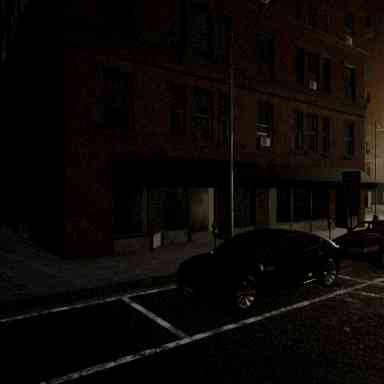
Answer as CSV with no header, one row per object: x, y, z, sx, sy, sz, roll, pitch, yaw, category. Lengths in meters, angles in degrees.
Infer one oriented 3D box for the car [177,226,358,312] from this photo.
1.701,1.565,7.730,4.313,1.339,1.947,0,0,-35,car

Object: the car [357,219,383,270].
6.188,1.581,10.912,4.206,1.307,1.802,0,0,-35,car
